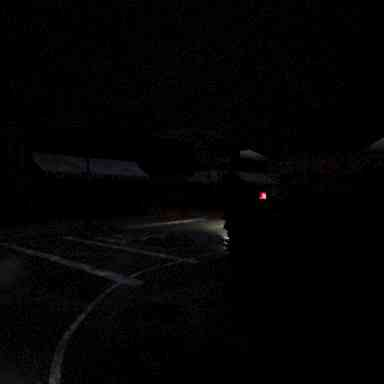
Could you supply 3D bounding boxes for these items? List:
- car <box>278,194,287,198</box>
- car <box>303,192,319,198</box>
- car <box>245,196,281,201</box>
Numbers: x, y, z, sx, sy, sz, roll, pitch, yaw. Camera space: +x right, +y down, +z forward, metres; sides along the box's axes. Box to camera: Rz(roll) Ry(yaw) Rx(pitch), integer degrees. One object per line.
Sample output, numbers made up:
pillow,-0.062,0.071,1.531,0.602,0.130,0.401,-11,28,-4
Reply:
car,19.915,1.211,74.248,1.970,1.475,3.806,0,0,38
car,27.166,1.280,77.492,2.007,1.523,4.514,0,0,38
car,4.577,1.288,24.623,1.882,1.535,5.008,0,0,39
